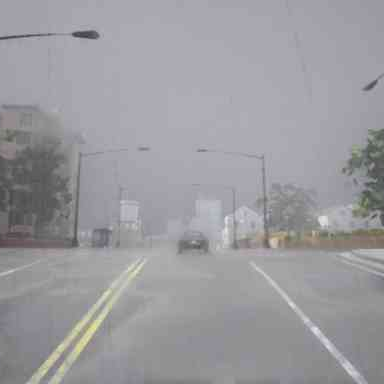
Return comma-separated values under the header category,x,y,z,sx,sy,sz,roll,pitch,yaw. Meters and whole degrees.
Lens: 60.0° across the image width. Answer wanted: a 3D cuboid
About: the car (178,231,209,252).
category,x,y,z,sx,sy,sz,roll,pitch,yaw
car,0.104,3.421,22.875,1.994,1.385,4.181,0,-9,0
